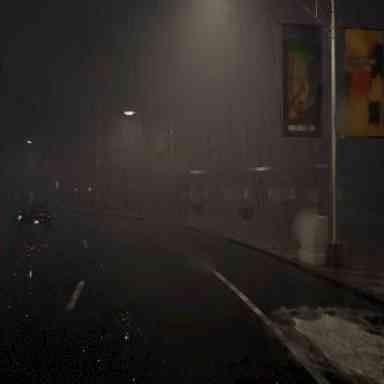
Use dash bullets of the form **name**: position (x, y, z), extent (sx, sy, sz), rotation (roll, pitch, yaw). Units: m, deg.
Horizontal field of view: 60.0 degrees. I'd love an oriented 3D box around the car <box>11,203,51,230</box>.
- **car**: position (-10.354, 1.490, 21.389), extent (1.837, 1.490, 4.892), rotation (0, 0, -32)
